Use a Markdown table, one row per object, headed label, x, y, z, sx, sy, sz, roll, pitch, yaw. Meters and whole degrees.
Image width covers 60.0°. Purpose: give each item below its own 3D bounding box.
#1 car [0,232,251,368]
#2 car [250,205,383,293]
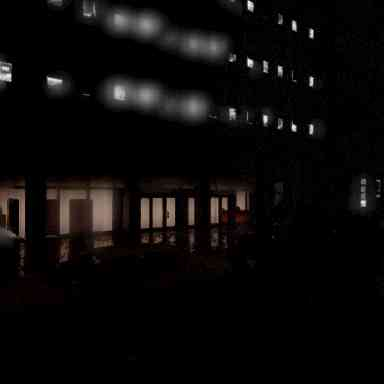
| label | x | y | z | sx | sy | sz | roll | pitch | yaw |
| --- | --- | --- | --- | --- | --- | --- | --- | --- | --- |
| car | -1.387 | 1.525 | 5.723 | 4.829 | 1.417 | 1.752 | 0 | 0 | -35 |
| car | 3.392 | 1.314 | 9.094 | 5.009 | 1.841 | 2.192 | 0 | 0 | -35 |
